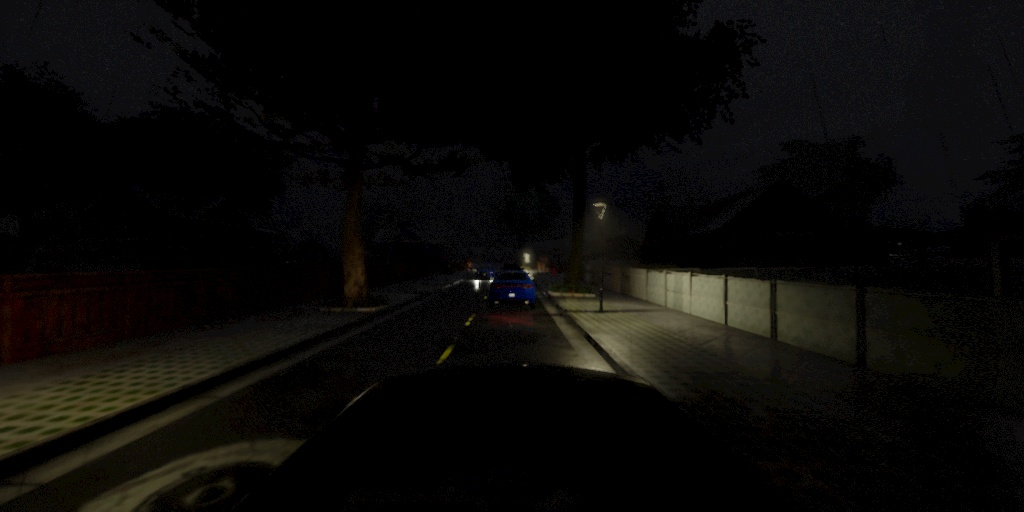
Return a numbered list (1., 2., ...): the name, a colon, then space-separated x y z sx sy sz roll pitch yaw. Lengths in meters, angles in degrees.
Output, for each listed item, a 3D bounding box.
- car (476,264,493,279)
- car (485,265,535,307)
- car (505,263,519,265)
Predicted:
1. car: -2.764 1.643 38.357 1.882 1.535 5.008 0 -1 0
2. car: 0.002 1.375 16.327 1.882 1.535 5.008 0 0 0
3. car: -0.005 1.416 30.960 2.097 1.767 4.553 0 -1 0
